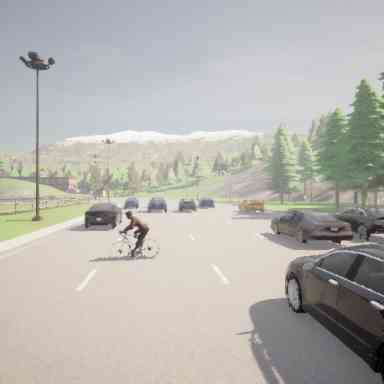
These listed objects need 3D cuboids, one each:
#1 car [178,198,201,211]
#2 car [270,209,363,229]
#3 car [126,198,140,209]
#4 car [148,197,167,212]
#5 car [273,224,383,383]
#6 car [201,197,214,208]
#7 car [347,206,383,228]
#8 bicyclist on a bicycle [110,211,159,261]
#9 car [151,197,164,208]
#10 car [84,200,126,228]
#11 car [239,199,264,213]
[{"bbox_3d":[-0.619,1.492,39.865,2.128,1.511,4.902,0,0,-6],"label":"car"},{"bbox_3d":[5.441,1.547,15.835,2.033,1.411,5.357,0,0,-6],"label":"car"},{"bbox_3d":[-8.328,1.525,46.172,1.812,1.442,4.674,0,0,-6],"label":"car"},{"bbox_3d":[-3.947,1.352,38.021,2.097,1.767,4.553,0,0,-6],"label":"car"},{"bbox_3d":[2.900,1.506,4.784,1.837,1.490,4.892,0,0,-4],"label":"car"},{"bbox_3d":[1.998,1.477,48.366,1.882,1.535,5.008,0,0,-6],"label":"car"},{"bbox_3d":[8.797,1.490,17.155,2.128,1.511,4.902,0,0,-6],"label":"car"},{"bbox_3d":[-1.912,1.455,11.050,1.656,1.620,0.582,-2,1,-15],"label":"bicyclist on a bicycle"},{"bbox_3d":[-5.002,1.526,47.902,1.812,1.442,4.674,0,0,-7],"label":"car"},{"bbox_3d":[-5.781,1.477,22.115,1.882,1.535,5.008,0,0,-6],"label":"car"},{"bbox_3d":[6.653,1.477,37.660,1.882,1.535,5.008,0,0,-6],"label":"car"}]
